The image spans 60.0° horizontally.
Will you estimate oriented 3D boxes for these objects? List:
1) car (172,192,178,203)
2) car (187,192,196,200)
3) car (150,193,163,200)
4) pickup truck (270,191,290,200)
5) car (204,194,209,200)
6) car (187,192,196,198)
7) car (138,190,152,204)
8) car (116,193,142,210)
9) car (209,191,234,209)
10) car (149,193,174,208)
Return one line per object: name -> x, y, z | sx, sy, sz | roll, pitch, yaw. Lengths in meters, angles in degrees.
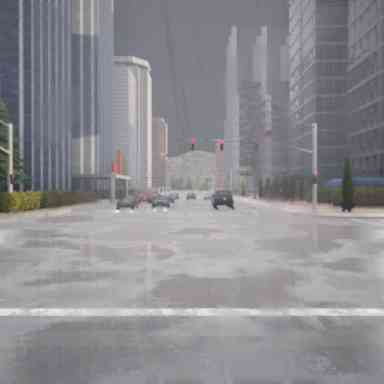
car -> -3.676, 1.113, 51.009 | 1.895, 1.301, 4.718 | 0, 1, 0
car -> -0.140, 0.858, 66.420 | 2.128, 1.511, 4.902 | 0, 1, 0
car -> -7.143, 0.900, 67.931 | 2.033, 1.411, 5.357 | 0, 1, 0
pickup truck -> 16.491, 0.466, 62.189 | 2.390, 2.098, 6.274 | 0, 1, 30
car -> 3.361, 0.962, 67.003 | 1.895, 1.301, 4.718 | 0, 1, 0
car -> -0.162, 0.687, 76.740 | 1.895, 1.301, 4.718 | 0, 1, 0
car -> -7.179, 0.736, 50.239 | 2.150, 2.045, 5.566 | 0, 1, 0
car -> -7.167, 1.148, 37.264 | 1.837, 1.490, 4.892 | 0, 1, 0
car -> 3.520, 0.852, 38.696 | 2.150, 2.045, 5.566 | 0, 1, 0
car -> -3.665, 1.179, 40.307 | 1.994, 1.385, 4.181 | 0, 1, 0
